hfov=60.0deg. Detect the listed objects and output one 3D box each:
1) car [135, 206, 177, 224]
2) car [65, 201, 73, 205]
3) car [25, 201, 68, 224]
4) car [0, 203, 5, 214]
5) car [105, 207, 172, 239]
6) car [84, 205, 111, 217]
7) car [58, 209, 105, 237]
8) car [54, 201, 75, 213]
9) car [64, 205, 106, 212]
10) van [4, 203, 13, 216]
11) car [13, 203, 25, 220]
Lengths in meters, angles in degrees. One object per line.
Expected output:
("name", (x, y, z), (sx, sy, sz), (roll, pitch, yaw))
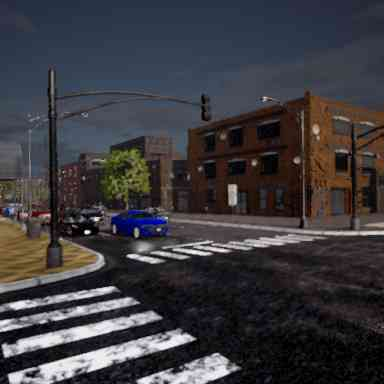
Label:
("car", (-3.489, 2.072, 31.104), (2.008, 1.369, 4.403), (-2, 0, -34))
("car", (-18.150, 2.394, 47.582), (2.097, 1.767, 4.553), (-1, -1, -34))
("car", (-13.319, 2.050, 30.196), (2.192, 1.841, 5.009), (-2, 0, -34))
("car", (-32.444, 2.803, 58.220), (2.192, 1.841, 5.009), (-2, 0, -34))
("car", (-3.303, 1.873, 20.414), (1.882, 1.535, 5.008), (-1, -1, -36))
("car", (-12.567, 2.426, 44.114), (2.008, 1.369, 4.403), (-2, 0, -34))
("car", (-7.479, 2.071, 21.657), (1.947, 1.339, 4.313), (-2, 0, -34))
("car", (-22.400, 2.576, 58.397), (2.192, 1.841, 5.009), (-2, 0, -34))
("car", (-9.097, 2.115, 28.834), (2.128, 1.511, 4.902), (-1, -1, -35))
("van", (-26.178, 2.583, 49.097), (1.690, 1.788, 3.998), (-2, 0, -34))
("car", (-19.506, 2.421, 39.368), (1.967, 1.590, 4.097), (-2, 0, -34))
